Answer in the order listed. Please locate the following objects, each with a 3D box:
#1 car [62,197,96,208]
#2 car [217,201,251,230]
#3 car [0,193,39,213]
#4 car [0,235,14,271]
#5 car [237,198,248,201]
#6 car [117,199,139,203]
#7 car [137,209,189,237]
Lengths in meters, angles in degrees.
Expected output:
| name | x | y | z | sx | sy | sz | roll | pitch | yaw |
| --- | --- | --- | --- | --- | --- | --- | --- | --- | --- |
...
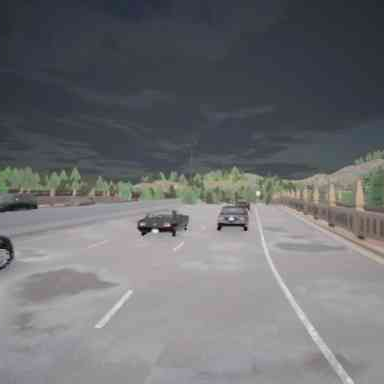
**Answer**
| name | x | y | z | sx | sy | sz | roll | pitch | yaw |
| --- | --- | --- | --- | --- | --- | --- | --- | --- | --- |
| car | -12.435 | 1.304 | 36.779 | 2.097 | 1.767 | 4.553 | 0 | 0 | 10 |
| car | 2.659 | 1.572 | 21.229 | 2.033 | 1.411 | 5.357 | 0 | 0 | 10 |
| car | -16.949 | 1.152 | 31.478 | 2.150 | 2.045 | 5.566 | 0 | 0 | 10 |
| car | -6.366 | 1.475 | 8.011 | 1.837 | 1.490 | 4.892 | 0 | 0 | 5 |
| car | 6.315 | 1.560 | 41.631 | 1.837 | 1.490 | 4.892 | 0 | 0 | 10 |
| car | -7.929 | 1.493 | 42.082 | 1.895 | 1.301 | 4.718 | 0 | 0 | 10 |
| car | -1.402 | 1.603 | 18.256 | 1.895 | 1.301 | 4.718 | 0 | 0 | 10 |
